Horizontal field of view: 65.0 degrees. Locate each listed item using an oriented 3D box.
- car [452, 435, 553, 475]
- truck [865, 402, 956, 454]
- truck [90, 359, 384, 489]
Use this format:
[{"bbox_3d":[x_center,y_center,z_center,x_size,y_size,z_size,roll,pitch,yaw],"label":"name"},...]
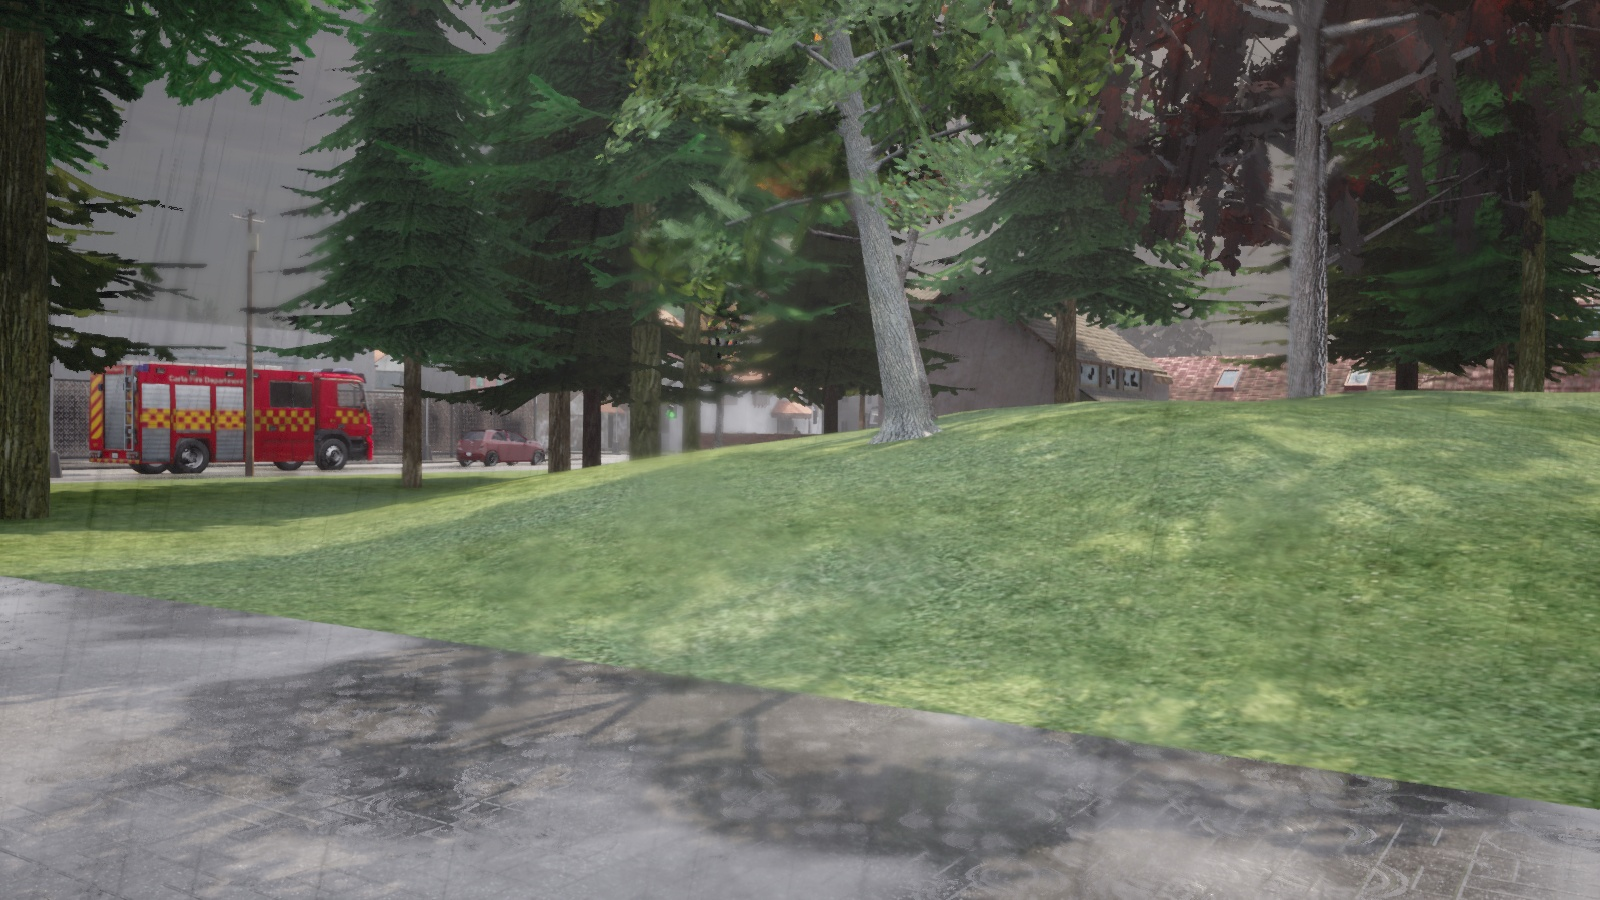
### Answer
[{"bbox_3d":[-11.901,0.165,50.424,1.845,1.501,3.633,0,1,33],"label":"car"},{"bbox_3d":[7.773,-1.513,87.329,2.891,3.462,7.936,0,1,33],"label":"truck"},{"bbox_3d":[-18.100,-0.831,41.094,2.891,3.827,8.468,0,1,34],"label":"truck"}]
